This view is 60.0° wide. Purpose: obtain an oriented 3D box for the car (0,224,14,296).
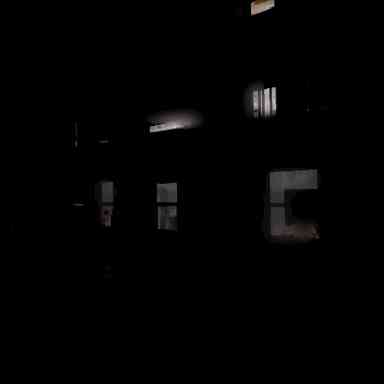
[{"bbox_3d":[-5.841,1.314,7.222,5.009,1.841,2.192,0,-1,36],"label":"car"}]
